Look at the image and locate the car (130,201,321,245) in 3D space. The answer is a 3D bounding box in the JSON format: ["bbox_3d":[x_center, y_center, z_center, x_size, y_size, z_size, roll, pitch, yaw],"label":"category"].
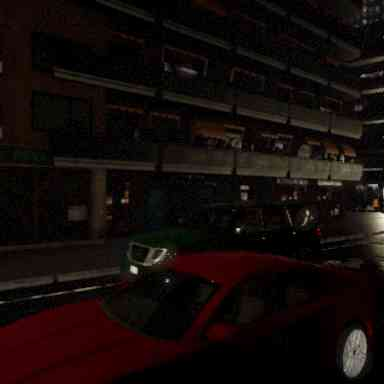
[{"bbox_3d":[1.035,1.271,8.489,5.566,2.045,2.150,1,0,-36],"label":"car"}]

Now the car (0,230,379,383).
[{"bbox_3d":[0.257,1.499,3.911,5.008,1.535,1.882,1,0,-36],"label":"car"}]
